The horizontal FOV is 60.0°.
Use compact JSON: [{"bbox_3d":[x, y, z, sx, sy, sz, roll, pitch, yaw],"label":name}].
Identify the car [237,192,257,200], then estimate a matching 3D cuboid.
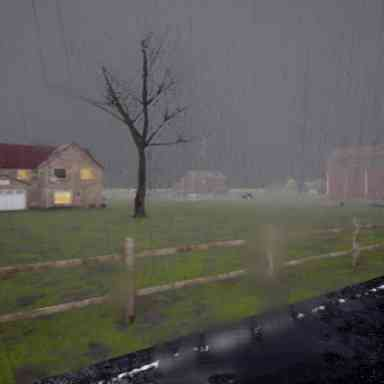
[{"bbox_3d":[11.830,0.883,71.835,1.837,1.490,4.892,-2,1,-36],"label":"car"}]
